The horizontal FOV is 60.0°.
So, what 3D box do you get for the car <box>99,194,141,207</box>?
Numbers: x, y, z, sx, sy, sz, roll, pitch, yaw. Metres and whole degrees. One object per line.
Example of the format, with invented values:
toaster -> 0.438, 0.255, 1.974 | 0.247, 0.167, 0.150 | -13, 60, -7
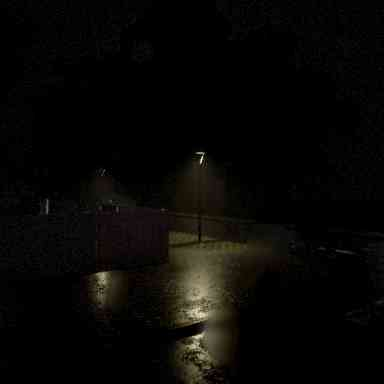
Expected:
car -> -6.235, 1.240, 28.436 | 2.150, 2.045, 5.566 | 0, 2, -35
